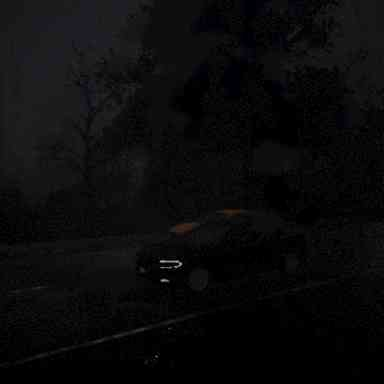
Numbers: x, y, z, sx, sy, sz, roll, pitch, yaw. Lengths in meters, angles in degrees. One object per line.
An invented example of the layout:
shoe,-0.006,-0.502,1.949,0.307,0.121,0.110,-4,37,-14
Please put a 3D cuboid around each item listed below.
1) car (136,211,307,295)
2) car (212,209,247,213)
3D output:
car,0.944,1.472,8.874,5.008,1.535,1.882,0,0,-35
car,1.444,1.469,13.466,5.008,1.535,1.882,0,0,-34
